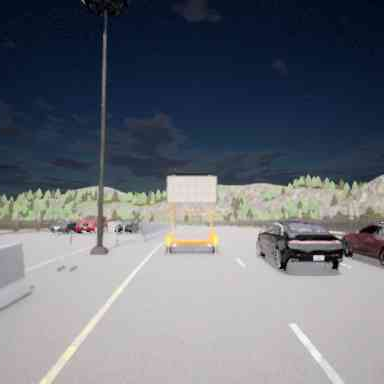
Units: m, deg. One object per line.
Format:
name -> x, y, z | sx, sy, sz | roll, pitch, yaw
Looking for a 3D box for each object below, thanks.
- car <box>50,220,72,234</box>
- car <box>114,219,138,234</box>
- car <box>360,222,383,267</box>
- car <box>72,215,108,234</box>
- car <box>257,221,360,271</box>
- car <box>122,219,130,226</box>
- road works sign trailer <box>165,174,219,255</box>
car -> -14.090, 3.843, 37.090 | 2.128, 1.511, 4.902 | 0, -5, 0
car -> -7.096, 3.832, 36.352 | 2.033, 1.411, 5.357 | 0, -5, 0
car -> 7.100, 1.814, 11.952 | 1.812, 1.442, 4.674 | 0, -3, 0
car -> -10.595, 3.452, 35.798 | 2.150, 2.045, 5.566 | 0, -5, 0
car -> 3.600, 1.776, 11.866 | 2.128, 1.511, 4.902 | 0, -3, 0
car -> -15.350, 7.080, 77.342 | 1.837, 1.490, 4.892 | 1, -5, -10
road works sign trailer -> 0.001, 0.950, 15.475 | 2.380, 3.560, 2.880 | 0, -4, 0
